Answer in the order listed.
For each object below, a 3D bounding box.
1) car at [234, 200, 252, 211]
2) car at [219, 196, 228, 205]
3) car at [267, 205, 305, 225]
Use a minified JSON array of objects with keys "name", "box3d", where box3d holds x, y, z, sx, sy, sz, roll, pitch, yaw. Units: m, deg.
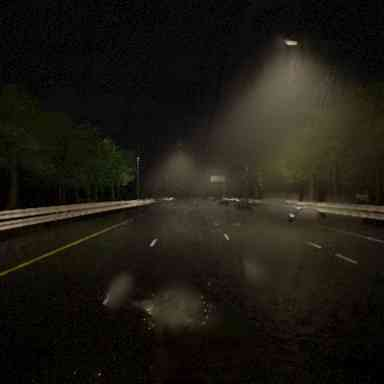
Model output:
[{"name":"car","box3d":[7.123,1.867,46.819,2.033,1.411,5.357,0,-1,0]},{"name":"car","box3d":[7.330,2.254,77.211,1.994,1.385,4.181,0,-1,0]},{"name":"car","box3d":[7.038,1.668,25.290,1.994,1.385,4.181,0,0,0]}]
